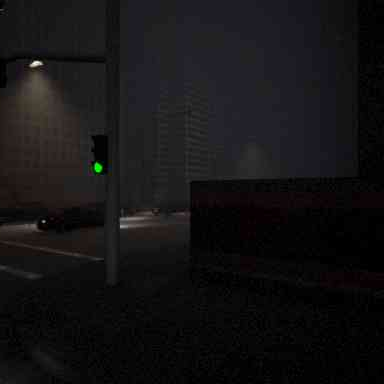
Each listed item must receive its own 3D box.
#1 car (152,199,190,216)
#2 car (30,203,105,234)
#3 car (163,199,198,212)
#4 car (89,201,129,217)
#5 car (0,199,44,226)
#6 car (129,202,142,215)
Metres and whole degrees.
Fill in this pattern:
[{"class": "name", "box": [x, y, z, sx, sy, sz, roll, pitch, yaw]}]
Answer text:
[{"class": "car", "box": [-1.898, 1.491, 32.717, 2.128, 1.511, 4.902, 0, 0, 36]}, {"class": "car", "box": [-6.819, 1.564, 19.580, 1.994, 1.385, 4.181, 0, 0, 36]}, {"class": "car", "box": [-1.322, 1.564, 39.470, 1.994, 1.385, 4.181, 0, 0, 36]}, {"class": "car", "box": [-7.400, 1.505, 25.121, 1.837, 1.490, 4.892, 0, 0, 36]}, {"class": "car", "box": [-12.662, 1.352, 23.793, 2.097, 1.767, 4.553, 0, 0, 36]}, {"class": "car", "box": [-7.121, 1.547, 31.478, 2.033, 1.411, 5.357, 0, 0, 36]}]
